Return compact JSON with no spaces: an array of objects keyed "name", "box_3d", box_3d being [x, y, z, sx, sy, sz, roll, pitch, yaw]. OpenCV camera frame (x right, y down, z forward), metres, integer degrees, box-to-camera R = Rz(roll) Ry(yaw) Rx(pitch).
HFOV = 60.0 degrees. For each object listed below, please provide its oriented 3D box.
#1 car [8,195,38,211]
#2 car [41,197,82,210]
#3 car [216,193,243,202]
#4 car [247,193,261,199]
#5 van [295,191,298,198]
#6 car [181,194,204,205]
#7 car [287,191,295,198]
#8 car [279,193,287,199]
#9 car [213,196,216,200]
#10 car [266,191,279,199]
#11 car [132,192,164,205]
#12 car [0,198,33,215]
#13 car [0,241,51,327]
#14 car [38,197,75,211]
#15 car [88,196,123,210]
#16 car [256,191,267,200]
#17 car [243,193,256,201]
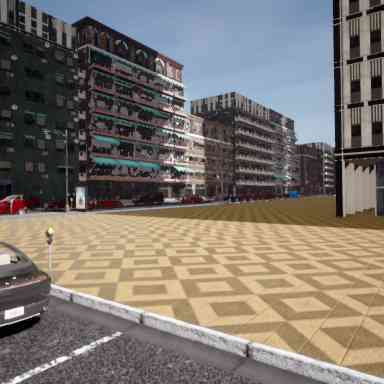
[{"name":"car","box_3d":[-19.627,1.228,37.372,2.192,1.841,5.009,-1,0,36]},{"name":"car","box_3d":[-16.372,1.415,41.842,1.887,1.381,4.507,-1,0,36]},{"name":"car","box_3d":[6.664,1.093,59.256,2.008,1.369,4.403,-1,0,36]},{"name":"car","box_3d":[16.152,1.040,86.534,1.947,1.339,4.313,-1,0,36]},{"name":"van","box_3d":[26.177,0.654,86.072,1.690,1.788,3.998,-1,0,36]},{"name":"car","box_3d":[0.158,1.062,50.317,1.967,1.590,4.097,-1,0,36]},{"name":"car","box_3d":[22.927,0.932,81.603,1.802,1.307,4.206,-1,0,36]},{"name":"car","box_3d":[19.674,0.938,77.133,2.008,1.369,4.403,-1,0,36]},{"name":"car","box_3d":[6.393,1.028,73.126,1.967,1.590,4.097,-1,0,36]},{"name":"car","box_3d":[16.419,0.740,72.664,2.192,1.841,5.009,-1,0,36]},{"name":"car","box_3d":[-6.610,0.957,50.847,2.150,2.045,5.566,-1,0,36]},{"name":"car","box_3d":[-16.102,1.413,27.970,1.802,1.307,4.206,-1,0,36]},{"name":"car","box_3d":[-4.392,1.553,6.199,4.403,1.369,2.008,0,-1,36]},{"name":"car","box_3d":[-15.101,1.368,39.199,1.812,1.442,4.674,-1,0,36]},{"name":"car","box_3d":[-9.598,1.186,36.909,1.967,1.590,4.097,-1,0,36]},{"name":"car","box_3d":[13.169,1.046,68.194,1.802,1.307,4.206,-1,0,36]},{"name":"car","box_3d":[9.917,1.048,63.725,1.887,1.381,4.507,-1,0,36]}]
